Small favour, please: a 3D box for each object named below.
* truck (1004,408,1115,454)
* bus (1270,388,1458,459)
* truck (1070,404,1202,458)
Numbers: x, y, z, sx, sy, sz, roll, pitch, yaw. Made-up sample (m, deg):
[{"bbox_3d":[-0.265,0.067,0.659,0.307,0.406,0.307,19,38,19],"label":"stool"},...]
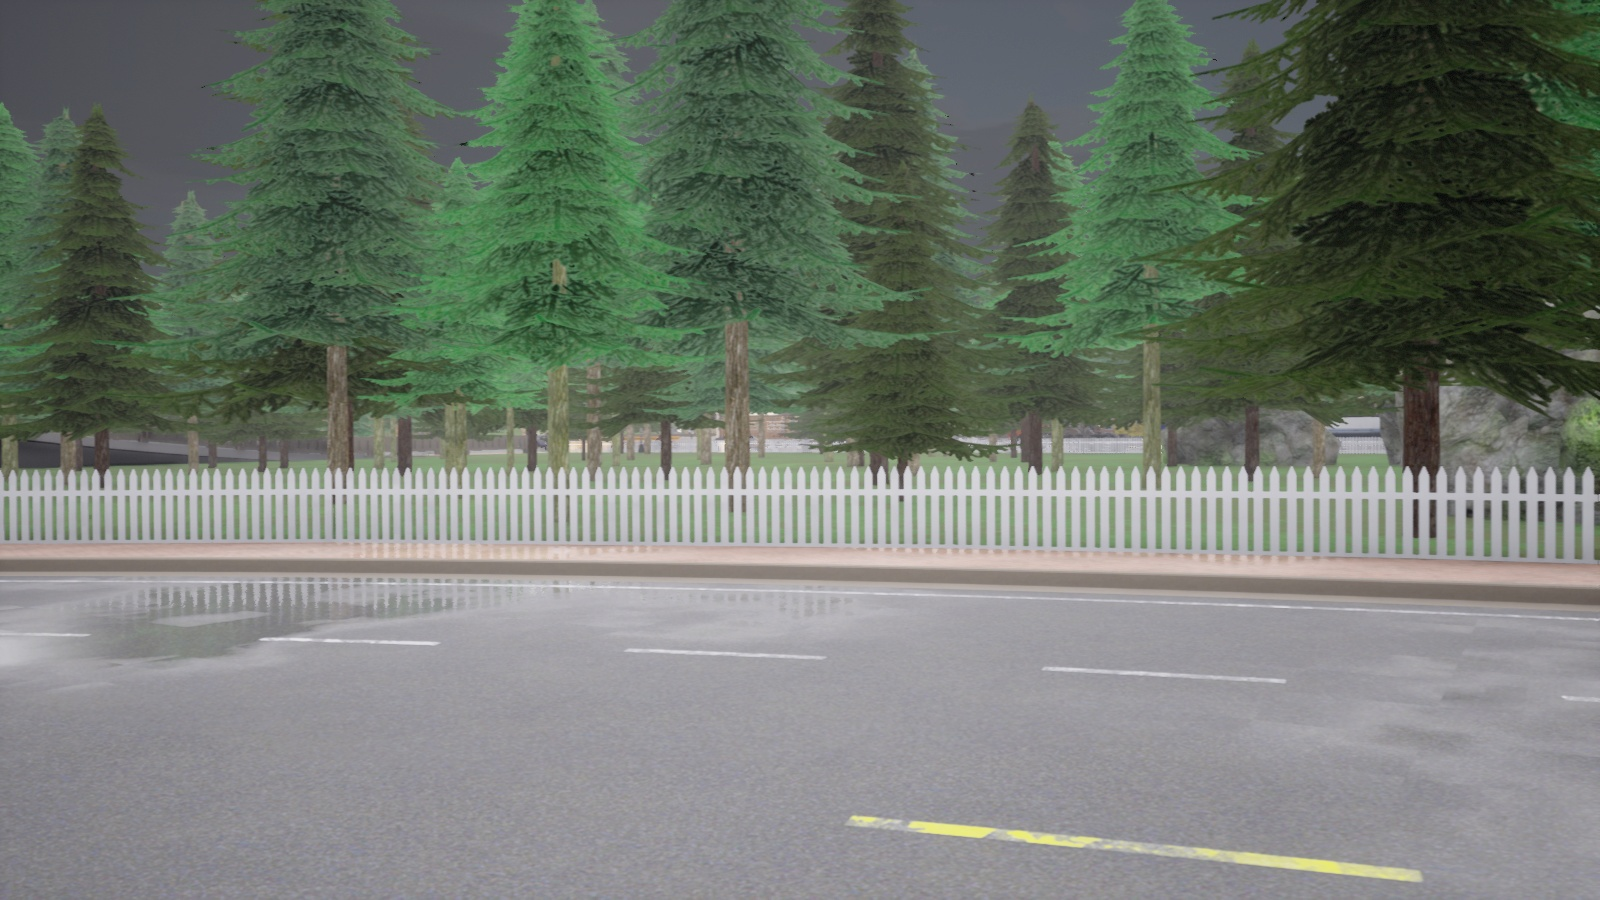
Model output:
[{"bbox_3d":[20.057,-1.484,97.382,7.936,3.462,2.891,0,1,33],"label":"truck"},{"bbox_3d":[35.430,-1.628,79.081,10.273,4.253,3.944,0,1,33],"label":"bus"},{"bbox_3d":[22.291,-1.291,83.426,7.936,3.462,2.891,1,1,33],"label":"truck"}]
